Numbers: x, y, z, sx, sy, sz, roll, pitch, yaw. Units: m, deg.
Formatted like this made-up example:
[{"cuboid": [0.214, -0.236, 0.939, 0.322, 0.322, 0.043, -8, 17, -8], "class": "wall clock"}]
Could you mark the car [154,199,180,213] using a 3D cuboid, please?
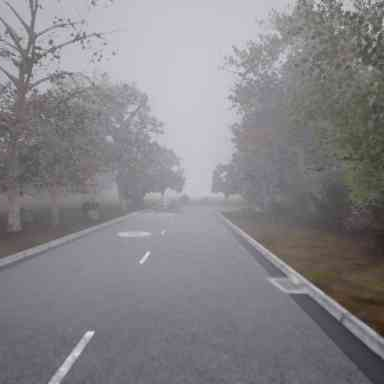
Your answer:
[{"cuboid": [-2.812, 1.539, 37.734, 1.837, 1.490, 4.892, -1, 0, 15], "class": "car"}]
